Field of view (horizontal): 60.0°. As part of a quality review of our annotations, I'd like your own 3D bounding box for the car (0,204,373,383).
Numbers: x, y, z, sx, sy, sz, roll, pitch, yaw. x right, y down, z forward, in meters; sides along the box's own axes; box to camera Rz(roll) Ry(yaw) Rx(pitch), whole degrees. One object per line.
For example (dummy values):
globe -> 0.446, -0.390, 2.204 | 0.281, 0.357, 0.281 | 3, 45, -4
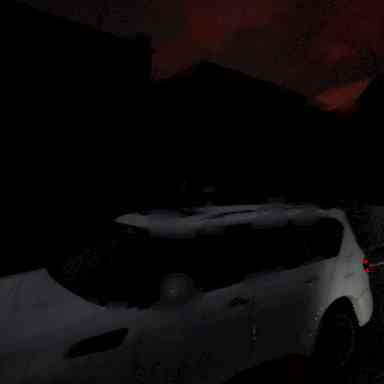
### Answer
car -> -0.094, 1.210, 3.919 | 5.566, 2.045, 2.150 | 0, 0, -35
